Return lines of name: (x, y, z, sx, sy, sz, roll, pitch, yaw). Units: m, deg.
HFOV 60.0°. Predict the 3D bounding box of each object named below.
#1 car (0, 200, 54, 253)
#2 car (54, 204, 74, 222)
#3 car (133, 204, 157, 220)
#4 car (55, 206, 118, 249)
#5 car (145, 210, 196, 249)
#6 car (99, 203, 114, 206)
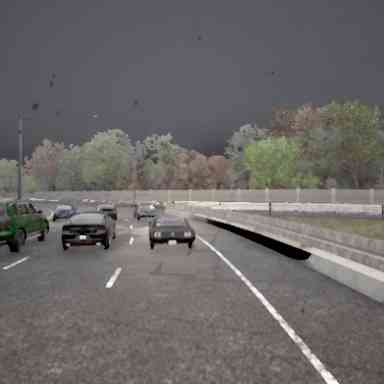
car: (-7.998, 1.357, 14.444, 2.150, 2.045, 5.566, 0, 0, -8)
car: (-11.265, 1.811, 29.698, 1.812, 1.442, 4.674, 0, 0, -17)
car: (-4.413, 1.844, 31.244, 2.033, 1.411, 5.357, 0, -1, -16)
car: (-4.608, 1.625, 15.378, 1.882, 1.535, 5.008, 0, 0, -8)
car: (-1.077, 1.748, 15.478, 1.895, 1.301, 4.718, 0, -1, -8)
car: (-7.872, 1.799, 30.573, 1.837, 1.490, 4.892, 0, 0, -16)
